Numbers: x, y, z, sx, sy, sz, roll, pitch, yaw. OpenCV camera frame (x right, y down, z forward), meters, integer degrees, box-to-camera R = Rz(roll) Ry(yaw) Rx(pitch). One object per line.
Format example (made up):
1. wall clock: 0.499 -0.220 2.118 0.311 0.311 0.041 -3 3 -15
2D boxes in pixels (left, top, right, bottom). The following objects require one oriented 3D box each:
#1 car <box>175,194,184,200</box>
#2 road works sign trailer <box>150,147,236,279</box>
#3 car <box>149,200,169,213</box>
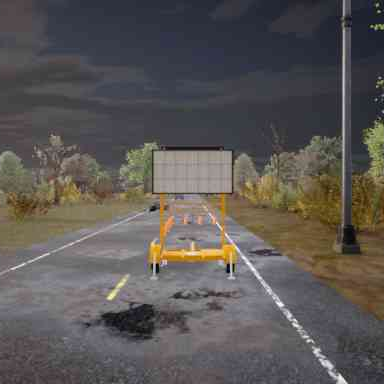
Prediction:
1. car: -3.307 1.113 87.633 2.150 2.045 5.566 0 0 0
2. road works sign trailer: 0.023 0.464 9.989 2.380 3.560 2.880 0 0 0
3. car: -3.521 1.582 35.978 1.895 1.301 4.718 0 0 0
